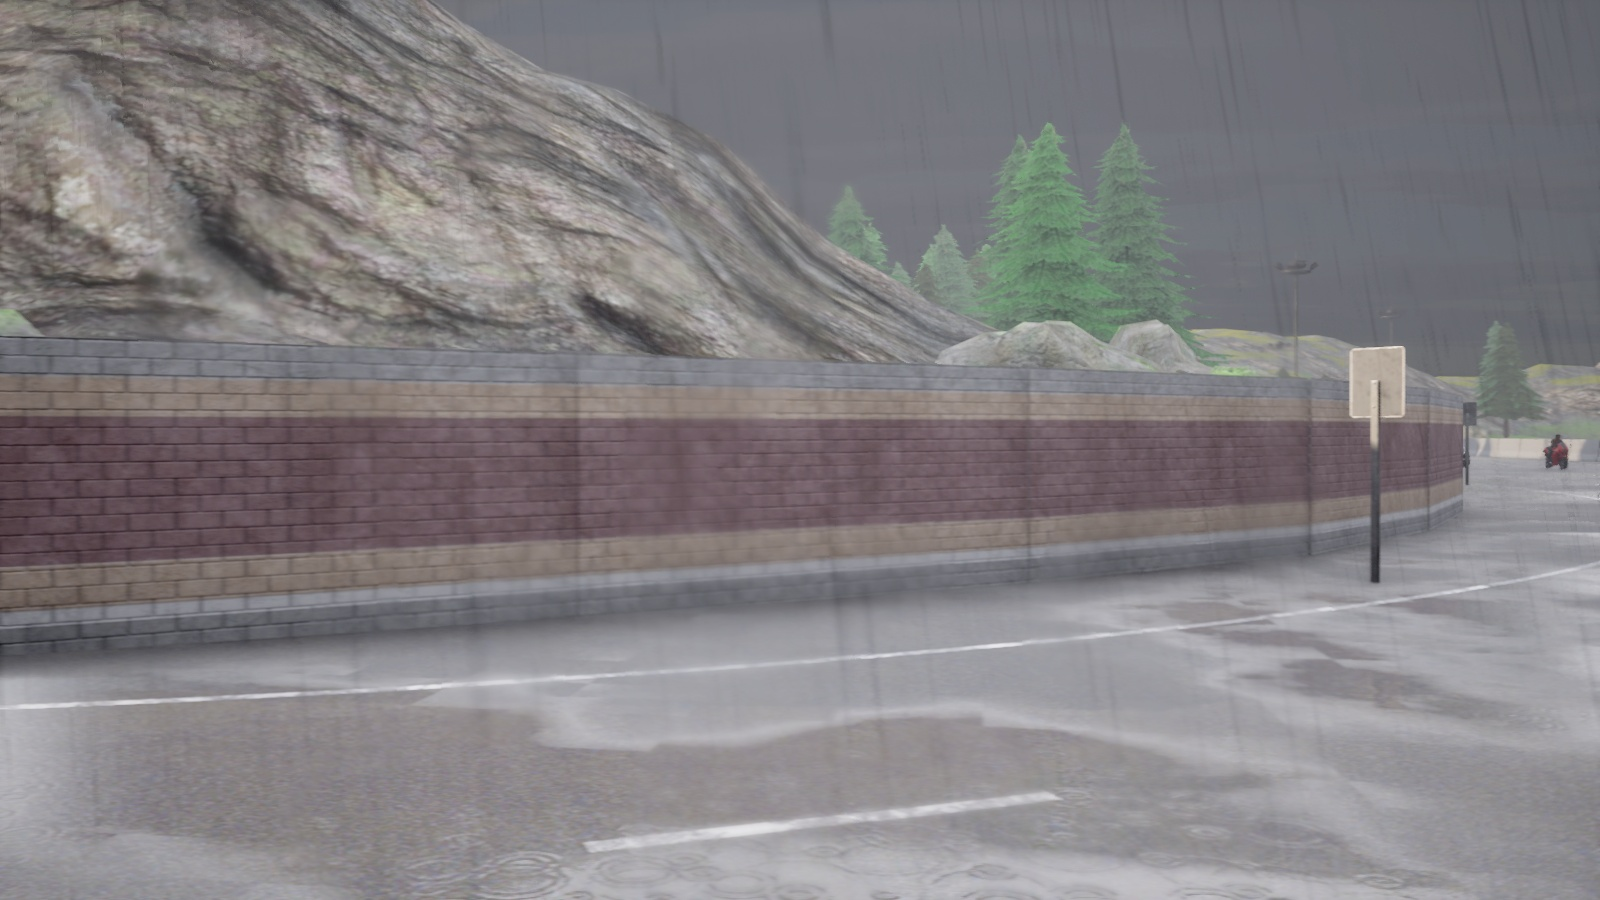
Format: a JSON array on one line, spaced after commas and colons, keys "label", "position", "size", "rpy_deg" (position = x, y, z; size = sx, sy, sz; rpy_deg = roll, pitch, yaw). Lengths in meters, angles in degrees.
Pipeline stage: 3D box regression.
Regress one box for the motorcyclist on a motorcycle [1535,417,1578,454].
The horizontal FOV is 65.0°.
[{"label": "motorcyclist on a motorcycle", "position": [32.100, -0.607, 53.334], "size": [0.797, 1.523, 2.044], "rpy_deg": [-1, 1, 8]}]
